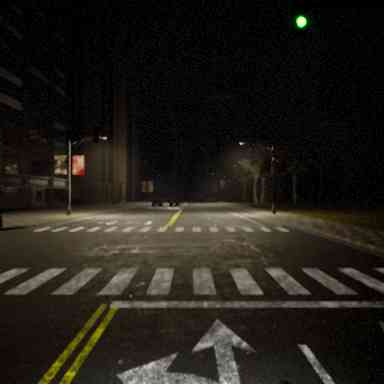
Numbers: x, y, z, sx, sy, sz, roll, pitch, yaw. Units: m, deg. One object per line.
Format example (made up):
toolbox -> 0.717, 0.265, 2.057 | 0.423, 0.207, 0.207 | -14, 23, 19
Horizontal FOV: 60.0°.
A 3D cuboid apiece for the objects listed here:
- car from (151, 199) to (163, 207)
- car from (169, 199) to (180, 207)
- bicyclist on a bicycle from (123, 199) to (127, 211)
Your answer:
car -> -6.516, 2.090, 62.841 | 1.812, 1.442, 4.674 | 0, -1, 0
car -> -3.266, 2.056, 62.842 | 2.128, 1.511, 4.902 | 0, -1, 0
bicyclist on a bicycle -> -8.762, 1.769, 43.421 | 0.582, 1.620, 1.656 | 0, 0, 0
